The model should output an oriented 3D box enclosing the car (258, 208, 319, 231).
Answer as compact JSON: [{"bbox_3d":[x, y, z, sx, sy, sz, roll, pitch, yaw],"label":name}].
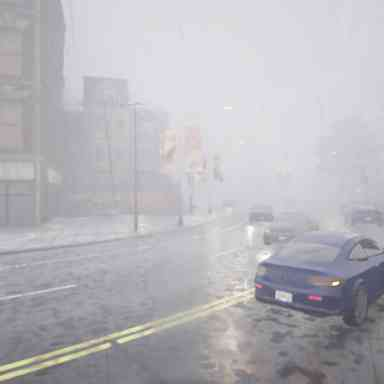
[{"bbox_3d":[4.815,1.639,15.567,1.812,1.442,4.674,0,0,29],"label":"car"}]

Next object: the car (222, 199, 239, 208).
[{"bbox_3d":[6.793,2.049,59.302,1.837,1.490,4.892,0,-1,-15],"label":"car"}]

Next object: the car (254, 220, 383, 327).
[{"bbox_3d":[3.123,1.575,7.198,1.812,1.442,4.674,-1,0,44],"label":"car"}]

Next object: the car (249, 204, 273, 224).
[{"bbox_3d":[5.731,1.687,26.976,1.882,1.535,5.008,0,0,14],"label":"car"}]

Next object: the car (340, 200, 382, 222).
[{"bbox_3d":[12.464,1.628,24.505,1.882,1.535,5.008,0,0,17],"label":"car"}]

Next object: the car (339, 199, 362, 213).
[{"bbox_3d":[17.664,1.575,35.992,2.097,1.767,4.553,0,-1,3],"label":"car"}]
